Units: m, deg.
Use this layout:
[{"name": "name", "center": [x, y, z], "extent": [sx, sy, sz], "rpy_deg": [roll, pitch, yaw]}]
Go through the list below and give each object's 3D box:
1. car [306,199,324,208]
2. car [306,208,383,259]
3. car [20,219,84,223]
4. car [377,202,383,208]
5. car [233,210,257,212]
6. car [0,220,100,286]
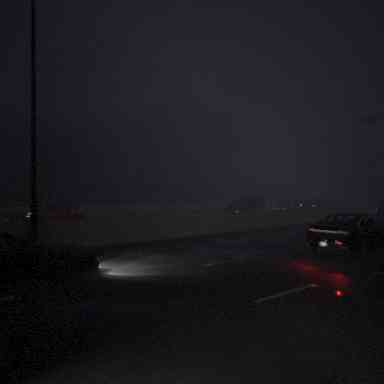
[{"name": "car", "center": [14.766, 1.621, 40.258], "extent": [2.097, 1.767, 4.553], "rpy_deg": [-1, -1, 43]}, {"name": "car", "center": [6.381, 1.568, 12.983], "extent": [4.902, 1.511, 2.128], "rpy_deg": [0, 0, -40]}, {"name": "car", "center": [-11.046, 1.695, 26.369], "extent": [4.553, 1.767, 2.097], "rpy_deg": [0, -1, -38]}, {"name": "car", "center": [16.137, 1.476, 26.298], "extent": [4.553, 1.767, 2.097], "rpy_deg": [0, -1, -44]}, {"name": "car", "center": [5.858, 1.525, 36.195], "extent": [5.566, 2.045, 2.150], "rpy_deg": [1, -1, -44]}, {"name": "car", "center": [-5.138, 1.671, 8.203], "extent": [5.357, 1.411, 2.033], "rpy_deg": [0, -1, -38]}]
